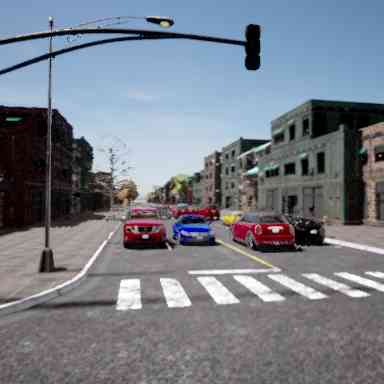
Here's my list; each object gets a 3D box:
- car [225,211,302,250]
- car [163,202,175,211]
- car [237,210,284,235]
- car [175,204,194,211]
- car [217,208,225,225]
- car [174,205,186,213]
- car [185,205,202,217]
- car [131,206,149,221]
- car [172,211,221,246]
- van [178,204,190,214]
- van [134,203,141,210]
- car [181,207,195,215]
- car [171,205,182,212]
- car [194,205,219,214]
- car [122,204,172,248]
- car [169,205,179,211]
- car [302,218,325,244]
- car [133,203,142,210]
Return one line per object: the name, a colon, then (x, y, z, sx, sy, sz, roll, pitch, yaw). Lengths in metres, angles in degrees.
car: (3.409, 1.814, 16.933, 2.097, 1.767, 4.553, 1, -2, -9)
car: (-3.700, 2.451, 40.291, 2.097, 1.767, 4.553, 1, -2, -9)
car: (4.854, 2.125, 24.174, 1.967, 1.590, 4.097, 0, -2, -10)
car: (-1.512, 2.639, 46.154, 2.097, 1.767, 4.553, 1, -2, -9)
car: (3.905, 2.370, 29.809, 1.752, 1.417, 4.829, 0, -2, -10)
car: (-2.505, 3.465, 67.927, 1.887, 1.381, 4.507, 0, -2, -10)
car: (0.254, 2.898, 51.521, 1.967, 1.590, 4.097, 0, -2, -10)
car: (-6.170, 2.490, 39.193, 1.967, 1.590, 4.097, 0, -2, -10)
car: (-0.008, 2.000, 18.181, 1.812, 1.442, 4.674, 1, -2, -10)
van: (-1.586, 3.107, 62.463, 1.690, 1.788, 3.998, 0, -2, -10)
van: (-14.449, 3.778, 88.421, 1.690, 1.788, 3.998, 0, -2, -10)
car: (-0.665, 3.194, 56.987, 1.802, 1.307, 4.206, 0, -2, -10)
car: (-3.425, 3.656, 73.395, 1.802, 1.307, 4.206, 0, -2, -10)
car: (2.093, 2.464, 40.586, 2.192, 1.841, 5.009, 0, -2, -10)
car: (-2.491, 1.747, 17.320, 2.192, 1.841, 5.009, 0, -2, -10)
car: (-4.344, 3.810, 78.865, 1.802, 1.307, 4.206, 0, -2, -10)
car: (5.773, 2.097, 18.702, 1.947, 1.339, 4.313, 0, -2, -10)
car: (-13.528, 3.598, 82.953, 2.192, 1.841, 5.009, 0, -2, -10)
